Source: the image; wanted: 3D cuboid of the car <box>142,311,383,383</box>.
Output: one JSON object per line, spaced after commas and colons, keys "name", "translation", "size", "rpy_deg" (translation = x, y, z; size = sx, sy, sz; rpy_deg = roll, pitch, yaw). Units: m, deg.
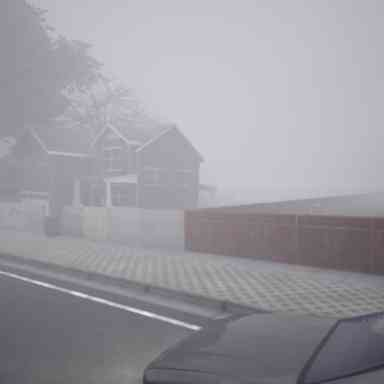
{"name": "car", "translation": [2.091, 1.547, 2.070], "size": [5.357, 1.411, 2.033], "rpy_deg": [0, 0, 36]}
